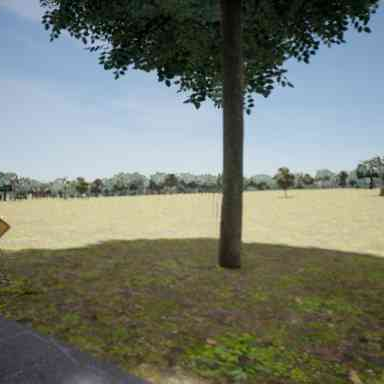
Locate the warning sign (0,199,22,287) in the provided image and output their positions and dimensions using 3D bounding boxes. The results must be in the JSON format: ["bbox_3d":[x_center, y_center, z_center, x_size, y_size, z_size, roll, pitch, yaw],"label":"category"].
[{"bbox_3d":[-4.621,1.093,7.245,1.060,1.860,1.300,0,0,36],"label":"warning sign"}]
